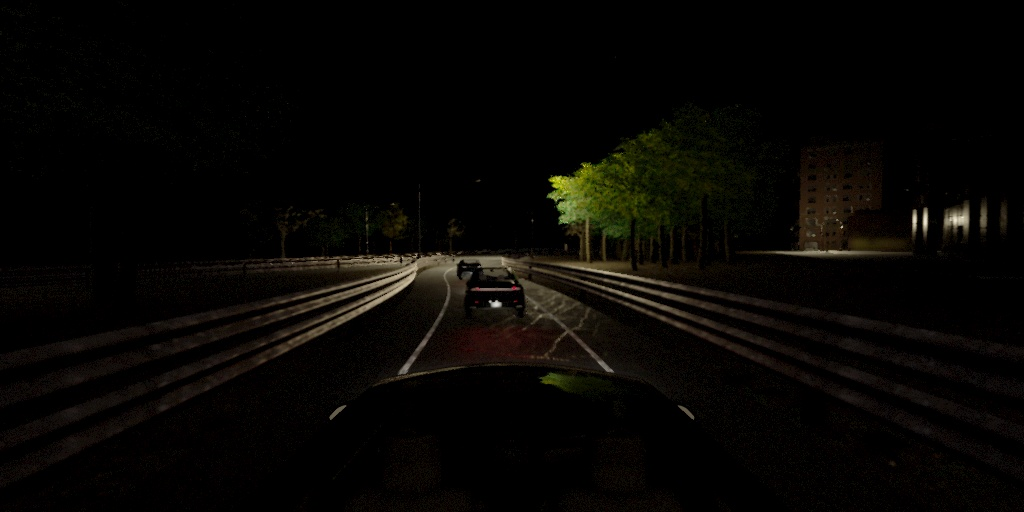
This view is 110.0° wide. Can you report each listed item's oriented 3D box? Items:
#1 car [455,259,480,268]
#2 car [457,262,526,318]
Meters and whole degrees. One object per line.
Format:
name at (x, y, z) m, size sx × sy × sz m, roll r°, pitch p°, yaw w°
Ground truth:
car at (-3.314, 0.961, 27.975) m, size 2.128 × 1.511 × 4.902 m, roll -1°, pitch 1°, yaw -11°
car at (-0.687, 1.134, 12.513) m, size 2.128 × 1.511 × 4.902 m, roll 0°, pitch 1°, yaw -6°
